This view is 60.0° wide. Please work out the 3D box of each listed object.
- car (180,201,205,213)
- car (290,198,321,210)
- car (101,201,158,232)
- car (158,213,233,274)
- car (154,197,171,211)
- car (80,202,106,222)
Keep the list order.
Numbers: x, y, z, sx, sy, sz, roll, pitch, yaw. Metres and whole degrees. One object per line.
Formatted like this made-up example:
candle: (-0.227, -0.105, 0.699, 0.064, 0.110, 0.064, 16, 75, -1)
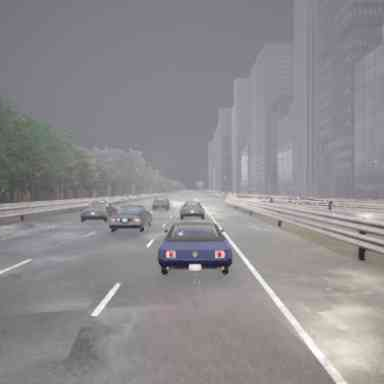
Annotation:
car: (0.031, 1.462, 27.751, 1.994, 1.385, 4.181, 0, 0, 0)
car: (14.146, 1.475, 42.249, 2.033, 1.411, 5.357, 0, 0, -17)
car: (-3.449, 1.477, 19.506, 2.033, 1.411, 5.357, 0, 0, 0)
car: (0.075, 1.559, 10.408, 1.895, 1.301, 4.718, 0, 0, 0)
car: (-3.498, 1.360, 38.712, 2.128, 1.511, 4.902, 0, 0, 0)
car: (-6.962, 1.477, 25.361, 1.994, 1.385, 4.181, 0, 0, 0)
